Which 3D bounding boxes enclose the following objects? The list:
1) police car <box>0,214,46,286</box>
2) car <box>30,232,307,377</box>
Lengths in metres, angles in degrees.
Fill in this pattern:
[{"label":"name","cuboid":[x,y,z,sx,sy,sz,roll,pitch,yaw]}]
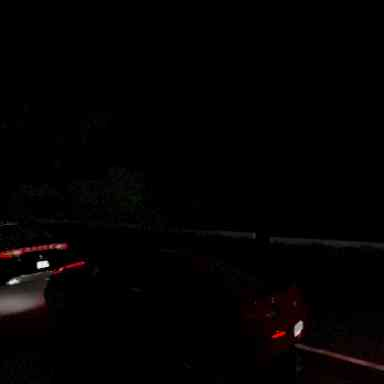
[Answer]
[{"label":"police car","cuboid":[-5.508,1.451,9.102,5.238,1.638,1.930,0,0,36]},{"label":"car","cuboid":[-0.534,1.544,5.541,4.674,1.442,1.812,0,0,36]}]
